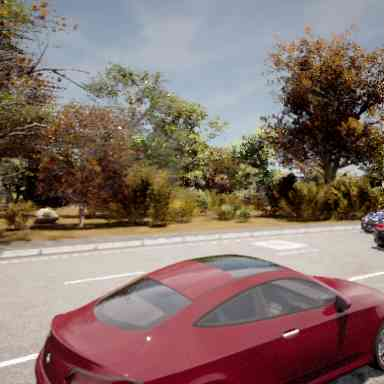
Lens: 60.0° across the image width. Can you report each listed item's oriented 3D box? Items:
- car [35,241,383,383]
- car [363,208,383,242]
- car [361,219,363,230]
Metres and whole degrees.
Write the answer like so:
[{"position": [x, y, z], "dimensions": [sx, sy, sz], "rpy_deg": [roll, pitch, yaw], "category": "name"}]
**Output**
[{"position": [0.685, 1.516, 4.030], "dimensions": [4.674, 1.442, 1.812], "rpy_deg": [0, 0, -34], "category": "car"}, {"position": [9.598, 1.495, 13.601], "dimensions": [5.008, 1.535, 1.882], "rpy_deg": [0, 0, -27], "category": "car"}, {"position": [11.662, 1.403, 18.519], "dimensions": [4.553, 1.767, 2.097], "rpy_deg": [0, 0, -25], "category": "car"}]
